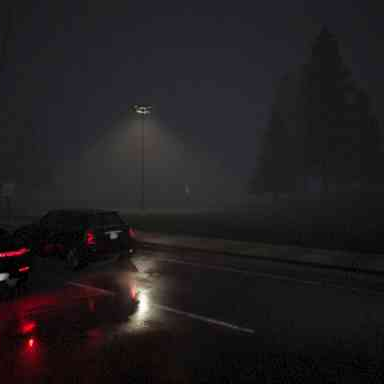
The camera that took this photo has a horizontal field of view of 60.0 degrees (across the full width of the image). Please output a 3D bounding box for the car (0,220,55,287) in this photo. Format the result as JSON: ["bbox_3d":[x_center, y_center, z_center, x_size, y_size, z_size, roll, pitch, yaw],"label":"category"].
[{"bbox_3d":[-5.727,1.463,7.979,4.902,1.511,2.128,0,0,36],"label":"car"}]

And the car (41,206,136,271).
[{"bbox_3d":[-4.041,1.323,11.077,4.553,1.767,2.097,0,0,36],"label":"car"}]
